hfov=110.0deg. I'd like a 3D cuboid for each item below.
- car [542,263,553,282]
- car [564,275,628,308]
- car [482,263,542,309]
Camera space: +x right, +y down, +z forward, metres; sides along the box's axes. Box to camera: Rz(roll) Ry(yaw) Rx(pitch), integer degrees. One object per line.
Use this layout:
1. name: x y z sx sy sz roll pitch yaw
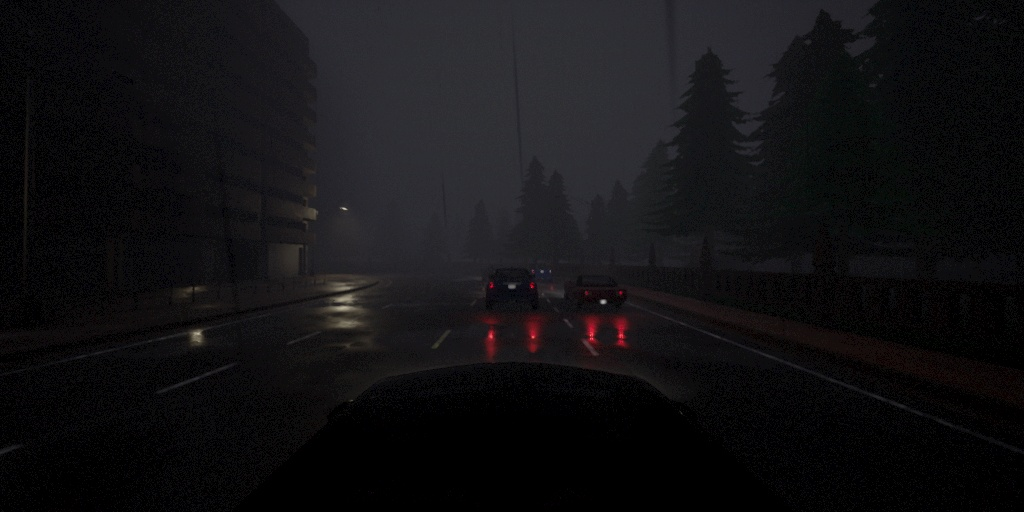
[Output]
1. car: 1.976 1.382 32.144 2.097 1.767 4.553 0 -1 -15
2. car: 3.497 1.482 15.951 1.895 1.301 4.718 0 0 0
3. car: -0.003 1.232 15.929 2.097 1.767 4.553 0 -1 0
